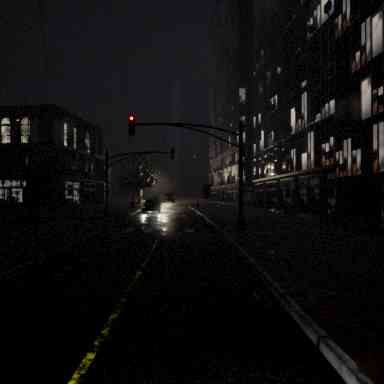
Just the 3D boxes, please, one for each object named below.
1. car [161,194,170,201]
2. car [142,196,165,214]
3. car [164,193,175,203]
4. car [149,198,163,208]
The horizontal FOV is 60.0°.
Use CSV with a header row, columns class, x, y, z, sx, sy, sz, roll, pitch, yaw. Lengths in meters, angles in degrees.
class,x,y,z,sx,sy,sz,roll,pitch,yaw
car,-6.367,1.335,79.426,1.812,1.442,4.674,0,0,-10
car,-4.306,1.472,36.288,1.882,1.535,5.008,0,0,-2
car,-4.825,1.208,69.158,2.150,2.045,5.566,0,0,-8
car,-5.230,1.591,48.182,1.895,1.301,4.718,0,0,-6
